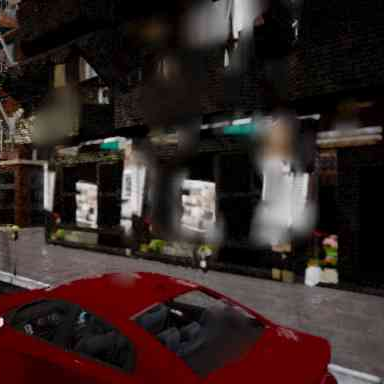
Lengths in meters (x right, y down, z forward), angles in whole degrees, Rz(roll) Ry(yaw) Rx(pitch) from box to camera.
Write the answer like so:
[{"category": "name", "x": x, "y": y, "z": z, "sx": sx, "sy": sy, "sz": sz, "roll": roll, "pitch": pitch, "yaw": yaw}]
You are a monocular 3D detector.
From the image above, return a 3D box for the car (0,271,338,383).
[{"category": "car", "x": -0.897, "y": 1.551, "z": 3.516, "sx": 4.507, "sy": 1.381, "sz": 1.887, "roll": 0, "pitch": 0, "yaw": 36}]
